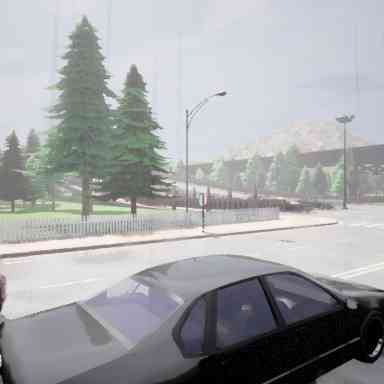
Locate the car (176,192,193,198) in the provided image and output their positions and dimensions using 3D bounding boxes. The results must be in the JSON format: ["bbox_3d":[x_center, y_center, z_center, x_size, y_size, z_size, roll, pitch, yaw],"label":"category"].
[{"bbox_3d":[-0.534,1.154,51.975,1.994,1.385,4.181,0,3,-37],"label":"car"}]

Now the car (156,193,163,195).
[{"bbox_3d":[-7.006,0.217,60.623,1.837,1.490,4.892,0,7,-37],"label":"car"}]

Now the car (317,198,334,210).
[{"bbox_3d":[15.573,1.485,42.315,2.128,1.511,4.902,0,0,-37],"label":"car"}]

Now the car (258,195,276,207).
[{"bbox_3d":[11.297,1.469,42.158,1.882,1.535,5.008,0,0,-37],"label":"car"}]

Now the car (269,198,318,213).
[{"bbox_3d":[10.990,1.600,36.709,1.895,1.301,4.718,0,0,-36],"label":"car"}]

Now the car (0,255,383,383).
[{"bbox_3d":[0.533,1.547,4.125,5.357,1.411,2.033,0,0,-35],"label":"car"}]

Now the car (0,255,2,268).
[{"bbox_3d":[-5.343,1.477,4.479,5.008,1.535,1.882,0,0,-35],"label":"car"}]

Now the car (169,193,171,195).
[{"bbox_3d":[-4.618,-0.310,69.191,1.895,1.301,4.718,0,7,-37],"label":"car"}]

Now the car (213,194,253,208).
[{"bbox_3d":[5.484,1.453,44.024,2.128,1.511,4.902,0,1,-37],"label":"car"}]

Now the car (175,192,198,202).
[{"bbox_3d":[-1.014,0.772,58.441,1.994,1.385,4.181,0,5,-37],"label":"car"}]

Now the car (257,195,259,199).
[{"bbox_3d":[10.094,1.282,49.529,2.097,1.767,4.553,0,1,-37],"label":"car"}]

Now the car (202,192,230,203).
[{"bbox_3d":[4.044,0.976,57.540,2.128,1.511,4.902,0,4,-37],"label":"car"}]

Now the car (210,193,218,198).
[{"bbox_3d":[5.226,1.316,50.153,2.128,1.511,4.902,0,2,-37],"label":"car"}]
